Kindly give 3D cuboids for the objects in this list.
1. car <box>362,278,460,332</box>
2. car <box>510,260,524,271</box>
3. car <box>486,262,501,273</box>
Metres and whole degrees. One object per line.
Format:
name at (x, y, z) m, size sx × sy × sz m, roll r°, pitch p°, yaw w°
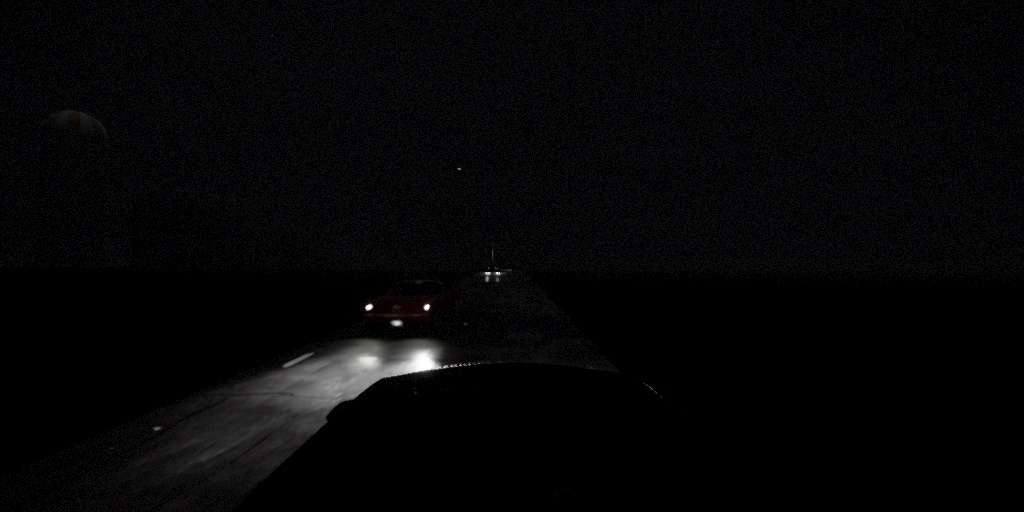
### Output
car at (-2.852, 1.369, 11.114) m, size 1.895 × 1.301 × 4.718 m, roll 0°, pitch 0°, yaw 0°
car at (0.957, 1.811, 61.226) m, size 1.882 × 1.535 × 5.008 m, roll 0°, pitch -1°, yaw 0°
car at (-2.812, 1.709, 54.148) m, size 1.837 × 1.490 × 4.892 m, roll 0°, pitch -1°, yaw 0°
